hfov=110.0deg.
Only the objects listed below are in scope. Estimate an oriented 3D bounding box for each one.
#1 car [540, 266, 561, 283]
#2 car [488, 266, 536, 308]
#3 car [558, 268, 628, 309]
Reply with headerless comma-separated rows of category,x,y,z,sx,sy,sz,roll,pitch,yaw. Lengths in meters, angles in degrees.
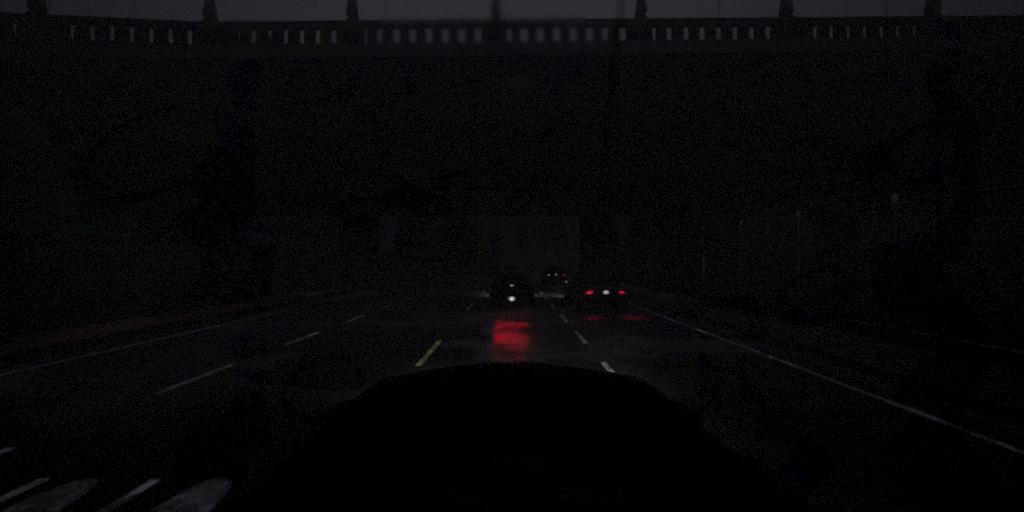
car,3.489,1.568,30.824,2.033,1.411,5.357,0,0,0
car,-0.003,1.391,16.143,1.837,1.490,4.892,0,0,0
car,3.494,1.428,15.824,2.033,1.411,5.357,0,0,0
